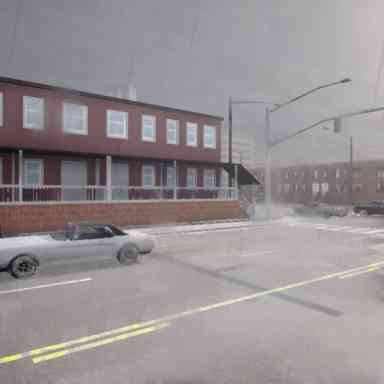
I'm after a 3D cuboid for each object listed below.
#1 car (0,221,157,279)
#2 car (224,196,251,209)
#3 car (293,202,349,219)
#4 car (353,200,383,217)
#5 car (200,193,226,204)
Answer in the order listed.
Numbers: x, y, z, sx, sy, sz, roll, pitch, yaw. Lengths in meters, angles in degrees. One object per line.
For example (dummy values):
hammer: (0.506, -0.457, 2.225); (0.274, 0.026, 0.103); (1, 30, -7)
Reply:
car: (-3.536, 1.577, 10.053); (4.718, 1.301, 1.895); (0, 0, -35)
car: (5.745, 1.301, 44.336); (2.097, 1.767, 4.553); (0, 0, -36)
car: (11.410, 1.588, 29.599); (1.895, 1.301, 4.718); (0, 0, -28)
car: (17.172, 1.509, 29.800); (4.892, 1.490, 1.837); (-1, 0, 43)
car: (4.017, 1.137, 64.867); (2.150, 2.045, 5.566); (0, 0, -36)
